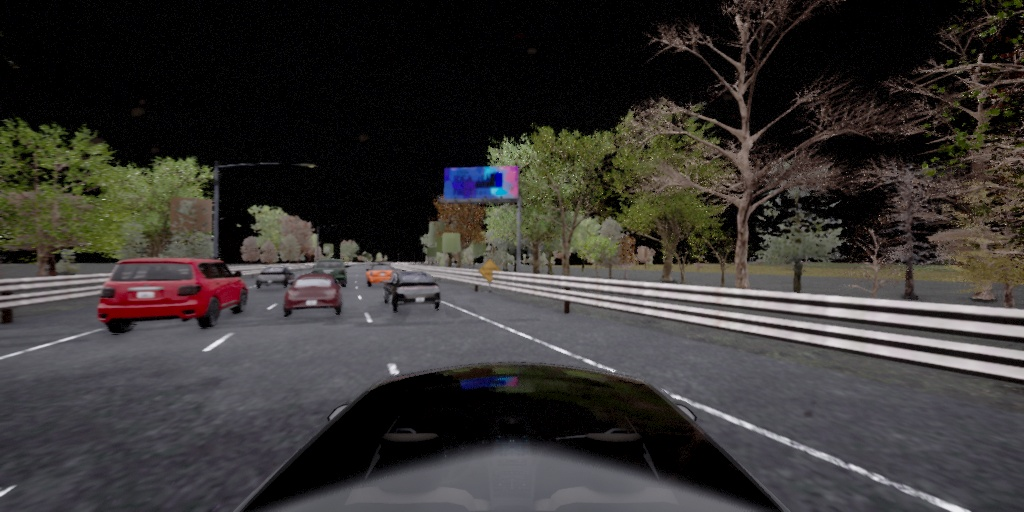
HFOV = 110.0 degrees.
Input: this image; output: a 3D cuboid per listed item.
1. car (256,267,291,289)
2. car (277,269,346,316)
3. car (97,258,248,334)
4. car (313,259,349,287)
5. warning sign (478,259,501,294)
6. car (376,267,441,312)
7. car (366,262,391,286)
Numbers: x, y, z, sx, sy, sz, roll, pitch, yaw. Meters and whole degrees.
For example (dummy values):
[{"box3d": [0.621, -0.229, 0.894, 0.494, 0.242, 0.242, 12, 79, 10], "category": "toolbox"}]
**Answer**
[{"box3d": [-16.913, 1.511, 25.881, 2.128, 1.511, 4.902, 0, -1, -24], "category": "car"}, {"box3d": [-7.677, 1.413, 14.120, 1.812, 1.442, 4.674, 0, -1, -25], "category": "car"}, {"box3d": [-10.284, 1.078, 11.402, 2.150, 2.045, 5.566, 0, 0, -25], "category": "car"}, {"box3d": [-13.338, 1.253, 26.434, 2.150, 2.045, 5.566, 0, 0, -24], "category": "car"}, {"box3d": [-1.204, 1.070, 19.205, 1.300, 1.860, 1.060, 0, 0, -25], "category": "warning sign"}, {"box3d": [-4.351, 1.397, 15.261, 2.128, 1.511, 4.902, 0, -1, -25], "category": "car"}, {"box3d": [-10.491, 1.409, 28.671, 2.097, 1.767, 4.553, 0, -1, -24], "category": "car"}]
